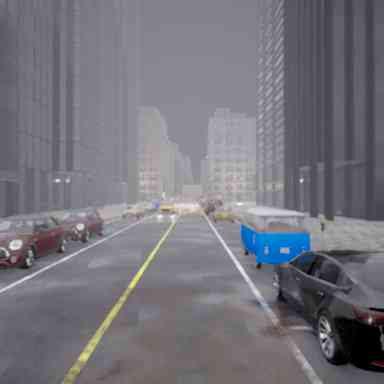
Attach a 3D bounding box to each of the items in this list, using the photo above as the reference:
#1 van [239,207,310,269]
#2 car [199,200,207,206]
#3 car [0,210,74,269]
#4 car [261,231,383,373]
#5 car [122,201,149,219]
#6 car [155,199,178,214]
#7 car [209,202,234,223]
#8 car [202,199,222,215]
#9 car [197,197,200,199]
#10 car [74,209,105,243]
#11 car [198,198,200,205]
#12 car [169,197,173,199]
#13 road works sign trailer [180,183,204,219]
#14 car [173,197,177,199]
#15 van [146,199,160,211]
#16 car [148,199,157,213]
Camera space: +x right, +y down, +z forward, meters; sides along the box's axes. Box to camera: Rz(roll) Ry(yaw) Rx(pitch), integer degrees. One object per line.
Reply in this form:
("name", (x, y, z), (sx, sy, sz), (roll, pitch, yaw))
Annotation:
("van", (2.662, 1.466, 11.384), (1.690, 1.788, 3.998), (0, -1, 0))
("car", (2.640, 2.498, 79.047), (1.802, 1.307, 4.206), (0, -1, 0))
("car", (-5.863, 1.565, 11.396), (1.967, 1.590, 4.097), (0, -1, 0))
("car", (2.665, 1.628, 5.743), (1.947, 1.339, 4.313), (0, -1, 0))
("car", (-5.878, 1.922, 33.748), (1.752, 1.417, 4.829), (0, -1, 1))
("car", (-3.106, 1.978, 41.953), (1.882, 1.535, 5.008), (0, -1, 0))
("car", (2.657, 1.857, 28.505), (1.752, 1.417, 4.829), (0, -1, 1))
("car", (2.652, 1.786, 39.575), (2.192, 1.841, 5.009), (0, -1, 0))
("car", (2.642, 2.297, 73.409), (1.967, 1.590, 4.097), (0, -1, 0))
("car", (-5.865, 1.630, 17.034), (1.967, 1.590, 4.097), (0, -1, 0))
("car", (2.646, 2.287, 62.130), (2.008, 1.369, 4.403), (0, -1, 0))
("car", (-5.884, 2.297, 73.431), (1.967, 1.590, 4.097), (0, -1, 0))
("road works sign trailer", (-0.012, 0.865, 34.051), (2.380, 3.560, 2.880), (0, -1, 0))
("car", (-5.890, 2.600, 90.348), (1.947, 1.339, 4.313), (0, -1, 0))
("van", (-5.877, 1.950, 50.873), (1.690, 1.788, 3.998), (0, -1, 0))
("car", (-5.876, 2.064, 45.060), (1.752, 1.417, 4.829), (0, -1, 0))
